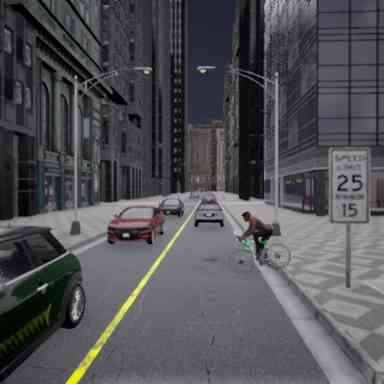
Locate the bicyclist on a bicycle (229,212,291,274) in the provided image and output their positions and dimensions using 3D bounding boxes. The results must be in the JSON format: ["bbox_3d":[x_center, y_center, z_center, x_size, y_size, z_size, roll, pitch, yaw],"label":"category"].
[{"bbox_3d":[1.709,1.313,8.792,1.656,1.620,0.582,-9,0,3],"label":"bicyclist on a bicycle"}]

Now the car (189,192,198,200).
[{"bbox_3d":[0.566,0.695,71.305,2.097,1.767,4.553,0,1,3],"label":"car"}]

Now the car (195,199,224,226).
[{"bbox_3d":[1.140,1.400,22.023,2.033,1.411,5.357,0,0,3],"label":"car"}]

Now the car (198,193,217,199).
[{"bbox_3d":[2.328,1.000,45.292,2.097,1.767,4.553,0,1,5],"label":"car"}]

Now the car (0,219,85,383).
[{"bbox_3d":[-2.993,1.321,3.902,2.097,1.767,4.553,0,0,3],"label":"car"}]

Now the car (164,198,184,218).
[{"bbox_3d":[-1.726,1.279,28.165,1.882,1.535,5.008,0,1,3],"label":"car"}]

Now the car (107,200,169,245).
[{"bbox_3d":[-2.409,1.373,15.272,1.882,1.535,5.008,0,0,3],"label":"car"}]
